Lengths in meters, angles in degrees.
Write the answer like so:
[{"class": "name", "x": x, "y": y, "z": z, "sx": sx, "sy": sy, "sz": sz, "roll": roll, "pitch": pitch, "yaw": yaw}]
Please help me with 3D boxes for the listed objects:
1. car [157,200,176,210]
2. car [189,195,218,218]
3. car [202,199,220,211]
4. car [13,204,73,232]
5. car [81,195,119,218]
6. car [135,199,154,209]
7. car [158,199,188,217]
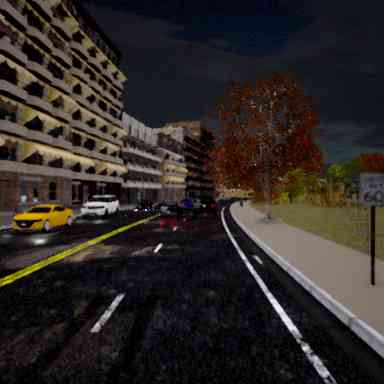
[{"class": "car", "x": -3.666, "y": 1.880, "z": 48.272, "sx": 1.895, "sy": 1.301, "sz": 4.718, "roll": 0, "pitch": 0, "yaw": 7}, {"class": "car", "x": 1.293, "y": 1.348, "z": 32.095, "sx": 2.150, "sy": 2.045, "sz": 5.566, "roll": 0, "pitch": 0, "yaw": 5}, {"class": "car", "x": 2.596, "y": 1.697, "z": 45.370, "sx": 2.128, "sy": 1.511, "sz": 4.902, "roll": 0, "pitch": 0, "yaw": 7}, {"class": "car", "x": -9.198, "y": 1.542, "z": 20.924, "sx": 1.882, "sy": 1.535, "sz": 5.008, "roll": 0, "pitch": 0, "yaw": 3}, {"class": "car", "x": -8.530, "y": 1.333, "z": 31.475, "sx": 2.150, "sy": 2.045, "sz": 5.566, "roll": 0, "pitch": 0, "yaw": 4}, {"class": "car", "x": -6.891, "y": 1.770, "z": 48.677, "sx": 1.837, "sy": 1.490, "sz": 4.892, "roll": 0, "pitch": 0, "yaw": 7}, {"class": "car", "x": -1.921, "y": 1.617, "z": 32.606, "sx": 2.128, "sy": 1.511, "sz": 4.902, "roll": 0, "pitch": 0, "yaw": 5}]
